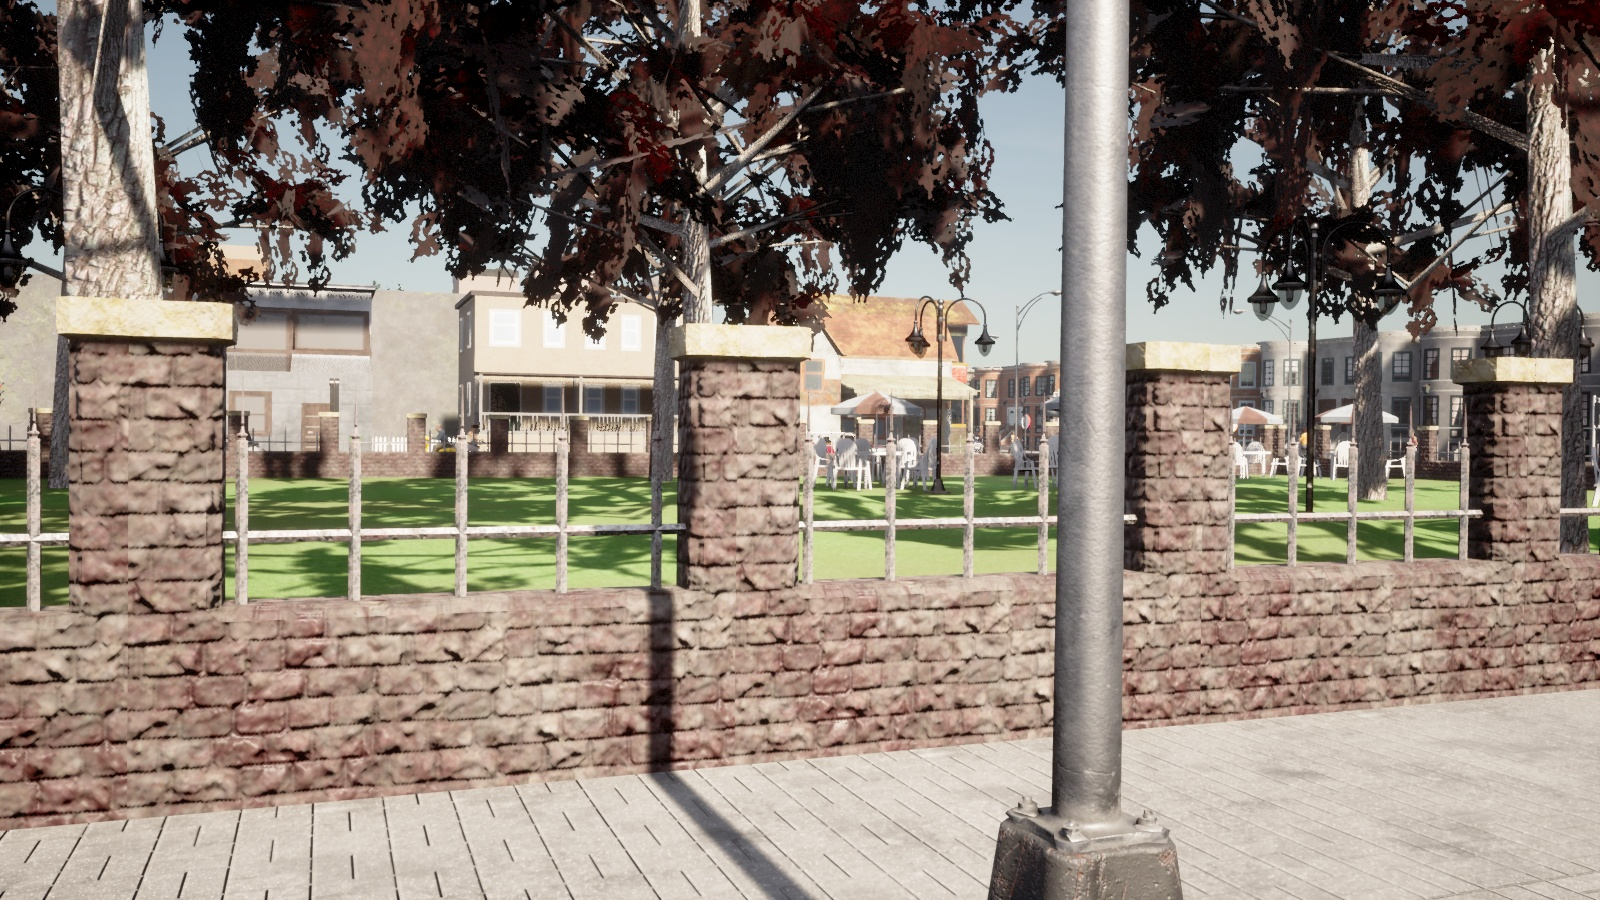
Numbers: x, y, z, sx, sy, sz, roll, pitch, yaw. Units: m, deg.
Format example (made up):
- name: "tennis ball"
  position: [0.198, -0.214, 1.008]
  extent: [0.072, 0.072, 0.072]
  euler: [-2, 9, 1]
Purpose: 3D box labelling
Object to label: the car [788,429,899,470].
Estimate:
- name: "car"
  position: [1.670, -0.044, 48.531]
  extent: [3.806, 1.475, 1.970]
  euler: [-1, 1, -21]
